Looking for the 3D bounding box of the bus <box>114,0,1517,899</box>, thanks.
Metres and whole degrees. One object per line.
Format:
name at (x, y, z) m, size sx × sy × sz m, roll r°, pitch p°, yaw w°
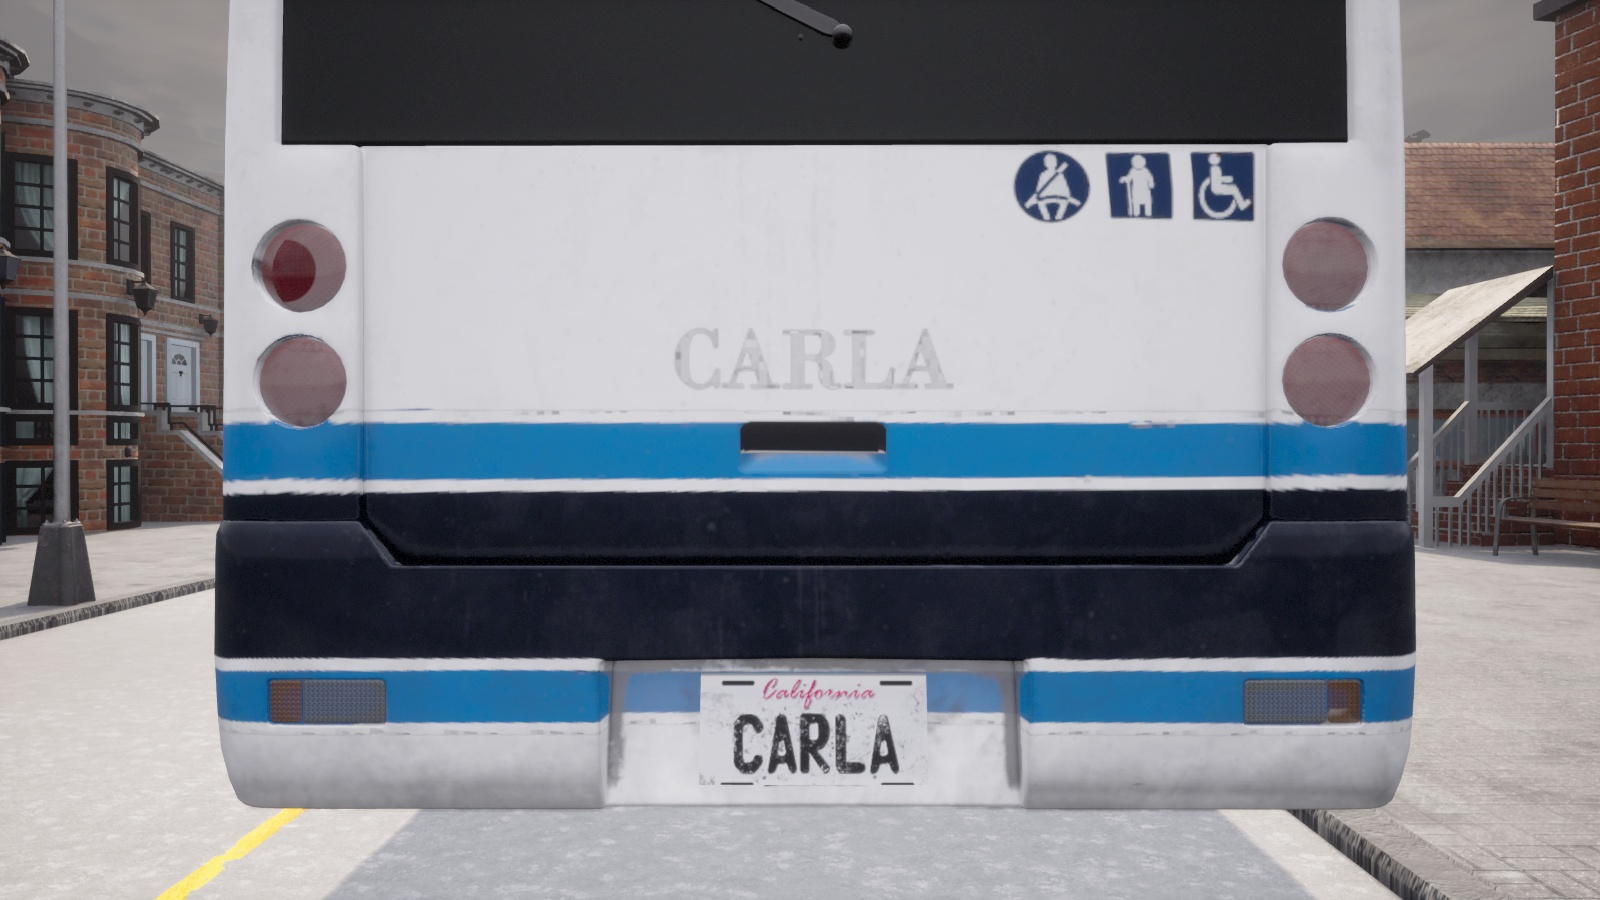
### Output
bus at (0.066, -0.679, 8.669) m, size 3.944 × 4.253 × 10.273 m, roll 0°, pitch 0°, yaw 0°
